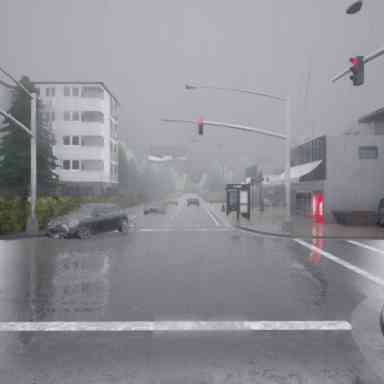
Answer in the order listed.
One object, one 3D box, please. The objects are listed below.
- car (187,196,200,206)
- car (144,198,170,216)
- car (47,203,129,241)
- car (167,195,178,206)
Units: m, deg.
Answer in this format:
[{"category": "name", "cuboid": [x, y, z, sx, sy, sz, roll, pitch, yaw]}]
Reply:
[{"category": "car", "cuboid": [0.236, 1.504, 54.213, 1.837, 1.490, 4.892, 0, 0, 1]}, {"category": "car", "cuboid": [-3.526, 1.564, 32.729, 1.994, 1.385, 4.181, 0, 0, 0]}, {"category": "car", "cuboid": [-5.455, 1.450, 17.893, 2.097, 1.767, 4.553, 0, 2, 28]}, {"category": "car", "cuboid": [-3.399, 1.351, 55.256, 2.097, 1.767, 4.553, 0, 0, 1]}]
